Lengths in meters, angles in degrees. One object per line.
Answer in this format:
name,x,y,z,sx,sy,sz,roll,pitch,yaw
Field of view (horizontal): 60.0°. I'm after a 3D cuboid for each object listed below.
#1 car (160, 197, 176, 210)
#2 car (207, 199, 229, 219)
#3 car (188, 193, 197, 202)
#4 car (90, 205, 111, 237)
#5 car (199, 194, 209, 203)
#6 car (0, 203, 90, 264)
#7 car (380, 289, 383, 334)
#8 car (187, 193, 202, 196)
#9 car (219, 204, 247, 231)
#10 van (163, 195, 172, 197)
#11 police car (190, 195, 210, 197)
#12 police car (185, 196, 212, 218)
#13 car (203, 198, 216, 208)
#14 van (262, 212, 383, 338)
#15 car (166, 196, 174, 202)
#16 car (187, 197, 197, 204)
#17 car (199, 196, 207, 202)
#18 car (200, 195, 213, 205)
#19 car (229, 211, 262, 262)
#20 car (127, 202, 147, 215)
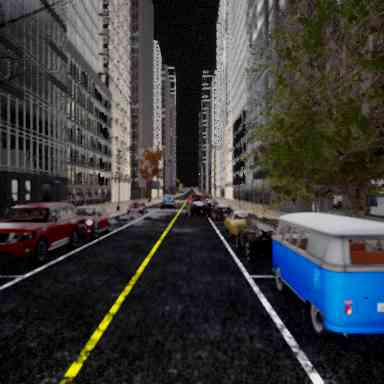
car,-3.082,1.670,43.749,1.994,1.385,4.181,0,0,0
car,2.689,1.623,29.219,2.008,1.369,4.403,0,0,0
car,0.010,1.271,82.032,2.150,2.045,5.566,0,0,0
car,-5.694,1.485,17.831,1.967,1.590,4.097,0,0,0
car,2.694,1.480,74.805,2.192,1.841,5.009,0,0,0
car,-5.695,1.347,12.134,2.192,1.841,5.009,0,0,0
car,2.685,1.553,0.730,2.008,1.369,4.403,0,0,0
car,0.566,1.336,47.496,2.150,2.045,5.566,0,0,-2
car,2.687,1.571,17.994,1.752,1.417,4.829,0,0,0
van,-5.687,1.506,74.811,1.690,1.788,3.998,0,0,0
police car,0.905,1.526,41.616,1.930,1.638,5.238,0,0,0
police car,0.460,1.503,31.515,1.930,1.638,5.238,0,0,-9
car,2.692,1.668,52.012,1.887,1.381,4.507,0,0,0
van,2.685,1.358,6.428,1.690,1.788,3.998,0,0,0
car,-5.683,1.733,86.205,2.008,1.369,4.403,0,0,0
car,0.009,1.675,67.002,1.812,1.442,4.674,0,0,0
car,2.696,1.699,80.673,1.752,1.417,4.829,0,0,0
car,2.693,1.460,63.409,2.192,1.841,5.009,0,0,0
car,2.687,1.597,12.126,1.947,1.339,4.313,0,0,0
car,-5.690,1.668,34.924,1.802,1.307,4.206,0,0,0
